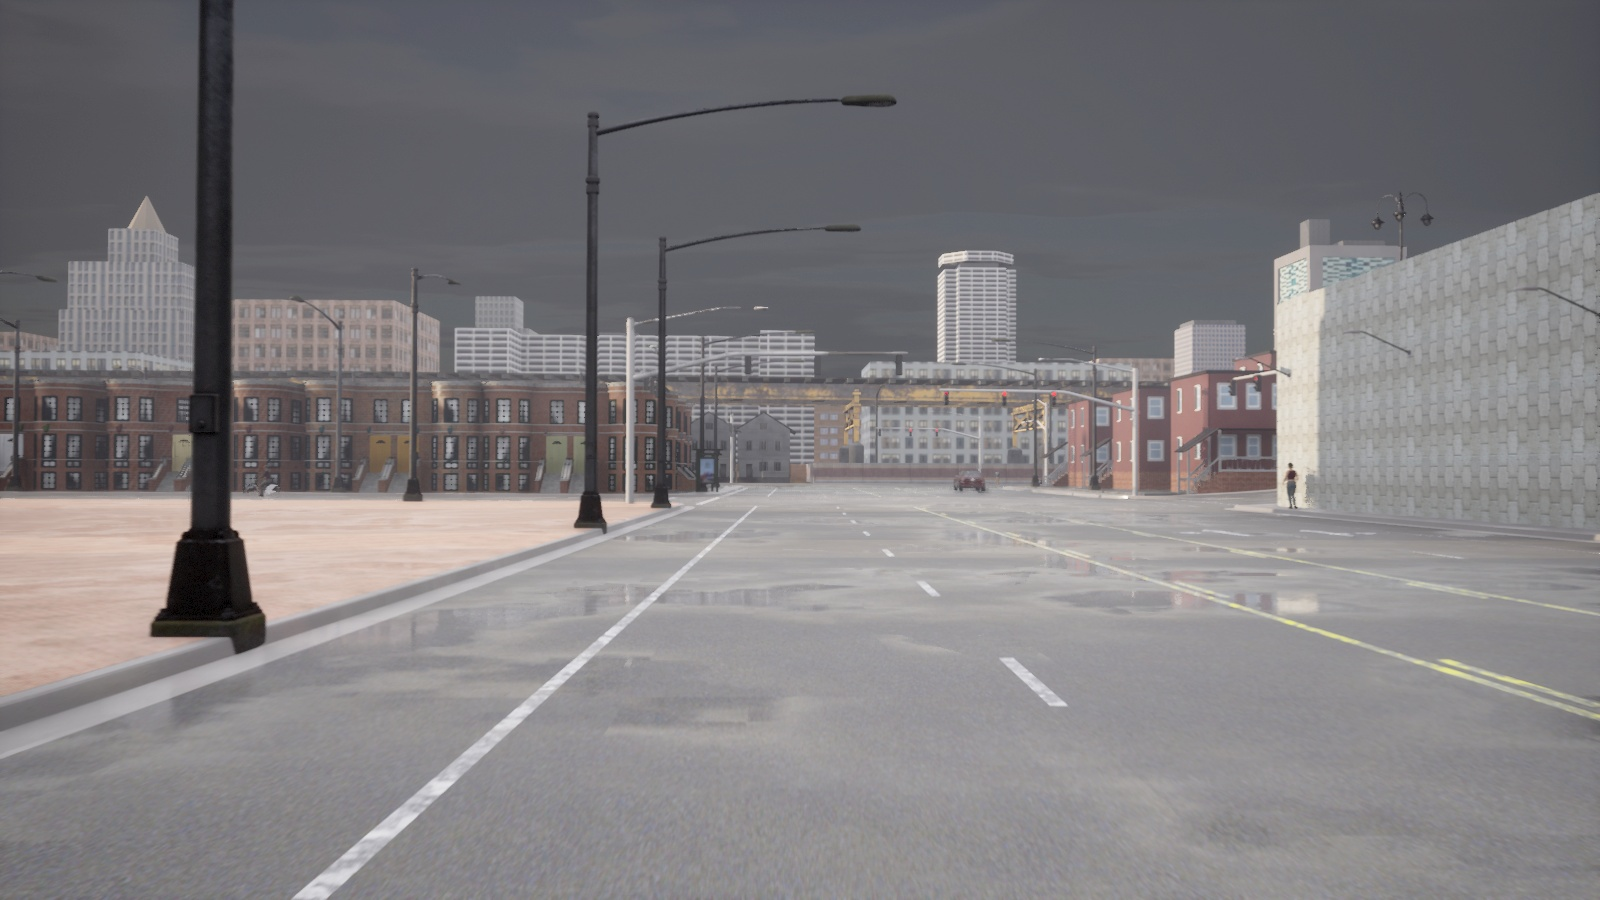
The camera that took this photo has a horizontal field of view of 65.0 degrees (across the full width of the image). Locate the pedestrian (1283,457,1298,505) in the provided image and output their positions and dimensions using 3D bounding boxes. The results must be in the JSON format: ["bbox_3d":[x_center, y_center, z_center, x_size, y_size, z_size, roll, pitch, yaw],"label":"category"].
[{"bbox_3d":[19.176,1.215,49.077,0.345,1.836,0.594,0,-1,0],"label":"pedestrian"}]

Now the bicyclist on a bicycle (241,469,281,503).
[{"bbox_3d":[-28.728,1.921,66.971,1.843,1.776,0.659,0,-1,0],"label":"bicyclist on a bicycle"}]
